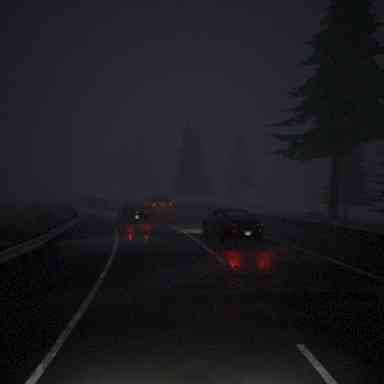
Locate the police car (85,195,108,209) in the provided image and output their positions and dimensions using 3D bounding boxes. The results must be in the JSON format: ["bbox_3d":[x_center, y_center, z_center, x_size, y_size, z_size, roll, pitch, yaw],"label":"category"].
[{"bbox_3d":[-11.946,1.235,41.214,1.930,1.638,5.238,0,0,-30],"label":"police car"}]

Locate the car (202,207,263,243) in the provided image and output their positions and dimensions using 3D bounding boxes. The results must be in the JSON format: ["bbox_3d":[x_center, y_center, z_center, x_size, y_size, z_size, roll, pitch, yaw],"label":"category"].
[{"bbox_3d":[1.765,1.436,15.428,1.812,1.442,4.674,0,0,-11],"label":"car"}]

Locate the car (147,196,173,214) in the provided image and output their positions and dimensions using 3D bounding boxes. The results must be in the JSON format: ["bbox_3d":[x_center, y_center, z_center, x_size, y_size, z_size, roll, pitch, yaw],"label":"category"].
[{"bbox_3d":[-3.486,1.185,32.301,2.097,1.767,4.553,0,0,-22],"label":"car"}]

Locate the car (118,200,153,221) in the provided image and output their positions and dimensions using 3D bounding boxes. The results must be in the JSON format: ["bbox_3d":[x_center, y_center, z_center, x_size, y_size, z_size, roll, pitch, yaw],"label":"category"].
[{"bbox_3d":[-4.642,1.473,25.788,1.895,1.301,4.718,0,0,-19],"label":"car"}]
